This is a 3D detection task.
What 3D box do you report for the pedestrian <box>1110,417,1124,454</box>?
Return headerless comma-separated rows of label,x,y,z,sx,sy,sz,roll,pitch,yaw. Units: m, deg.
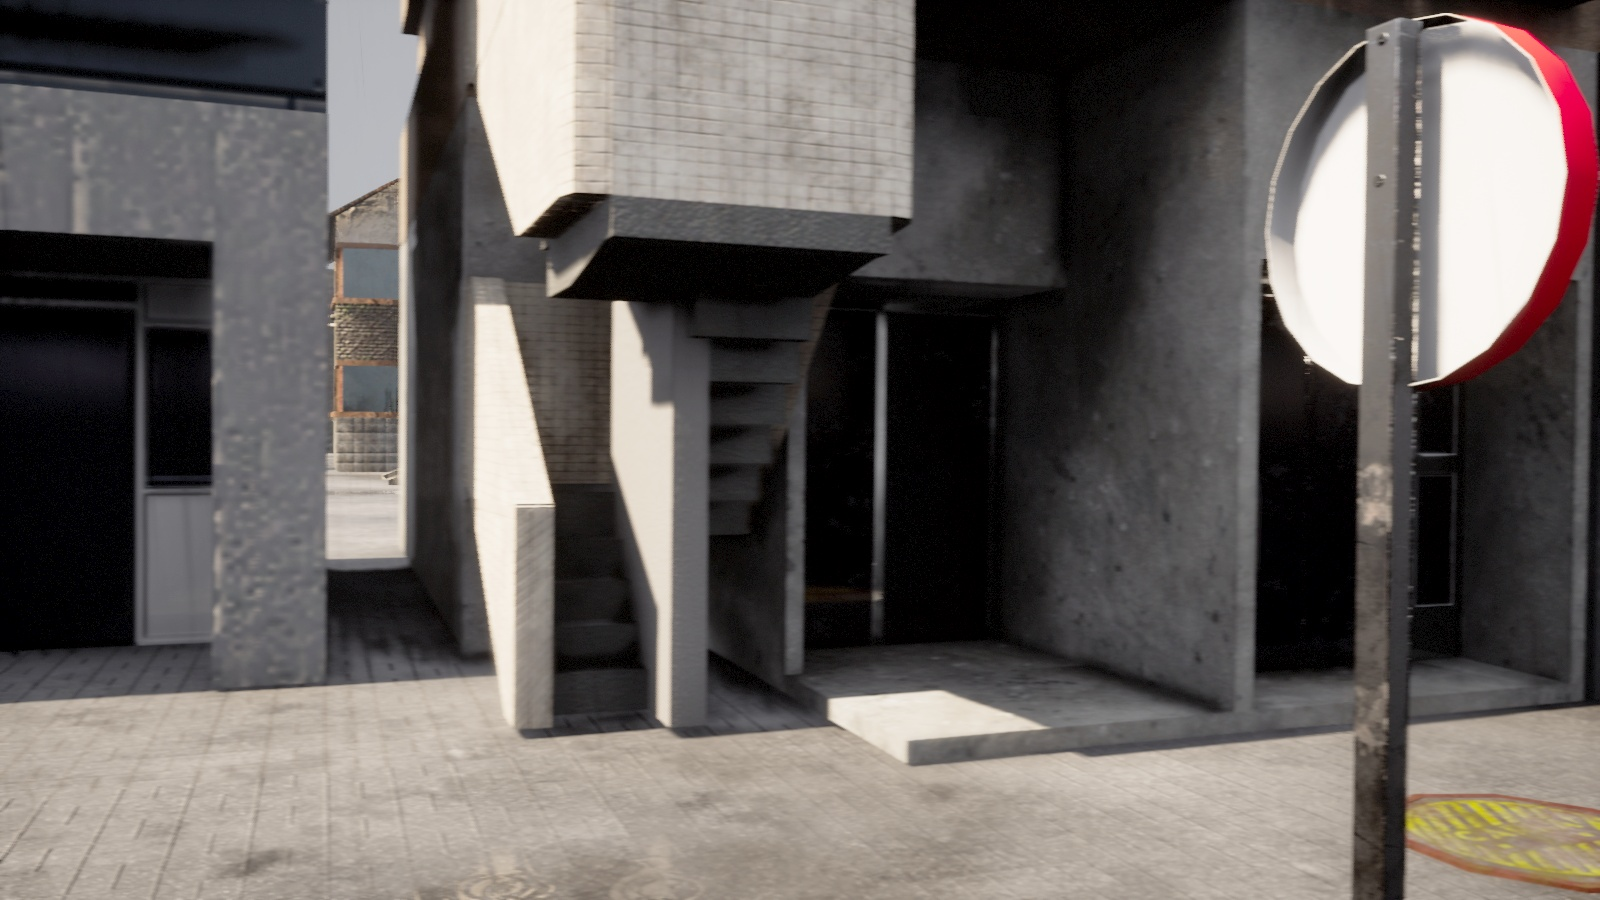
pedestrian,16.694,-0.757,66.153,0.396,1.930,0.692,-1,1,-22
